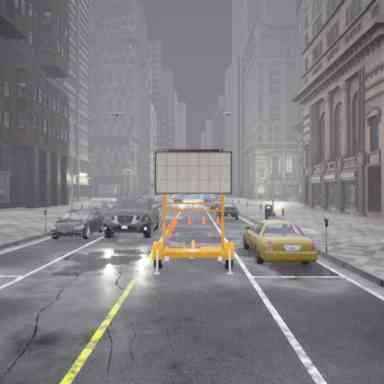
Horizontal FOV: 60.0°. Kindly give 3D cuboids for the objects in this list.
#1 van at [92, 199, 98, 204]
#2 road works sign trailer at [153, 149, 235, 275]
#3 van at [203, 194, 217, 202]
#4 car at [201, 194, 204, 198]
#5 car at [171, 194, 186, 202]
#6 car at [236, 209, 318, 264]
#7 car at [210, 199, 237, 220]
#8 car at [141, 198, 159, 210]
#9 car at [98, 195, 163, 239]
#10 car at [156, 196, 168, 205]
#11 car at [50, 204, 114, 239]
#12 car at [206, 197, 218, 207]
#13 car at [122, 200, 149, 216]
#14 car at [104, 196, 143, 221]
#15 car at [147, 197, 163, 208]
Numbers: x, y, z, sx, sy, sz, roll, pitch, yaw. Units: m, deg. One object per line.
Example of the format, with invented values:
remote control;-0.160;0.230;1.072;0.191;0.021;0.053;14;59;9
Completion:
van;-5.665;1.340;22.528;1.690;1.788;3.998;0;0;0
road works sign trailer;0.047;0.463;10.474;2.380;3.560;2.880;0;0;0
van;3.005;1.339;50.099;1.690;1.788;3.998;0;0;0
car;3.057;1.543;61.148;1.887;1.381;4.507;0;0;0
car;-2.709;1.479;64.956;1.882;1.535;5.008;0;0;0
car;2.823;1.525;11.594;1.752;1.417;4.829;0;0;0
car;2.900;1.549;27.999;2.008;1.369;4.403;0;0;0
car;-5.571;1.523;44.460;1.752;1.417;4.829;0;0;0
car;-3.020;1.220;17.710;2.150;2.045;5.566;0;0;0
car;-5.498;1.543;61.206;1.887;1.381;4.507;0;0;0
car;-5.690;1.550;17.002;2.008;1.369;4.403;0;0;0
car;2.952;1.580;39.049;1.802;1.307;4.206;0;0;0
car;-5.618;1.543;33.579;1.887;1.381;4.507;0;0;0
car;-5.641;1.313;28.053;2.192;1.841;5.009;0;0;0
car;-5.546;1.543;50.155;1.887;1.381;4.507;0;0;0
